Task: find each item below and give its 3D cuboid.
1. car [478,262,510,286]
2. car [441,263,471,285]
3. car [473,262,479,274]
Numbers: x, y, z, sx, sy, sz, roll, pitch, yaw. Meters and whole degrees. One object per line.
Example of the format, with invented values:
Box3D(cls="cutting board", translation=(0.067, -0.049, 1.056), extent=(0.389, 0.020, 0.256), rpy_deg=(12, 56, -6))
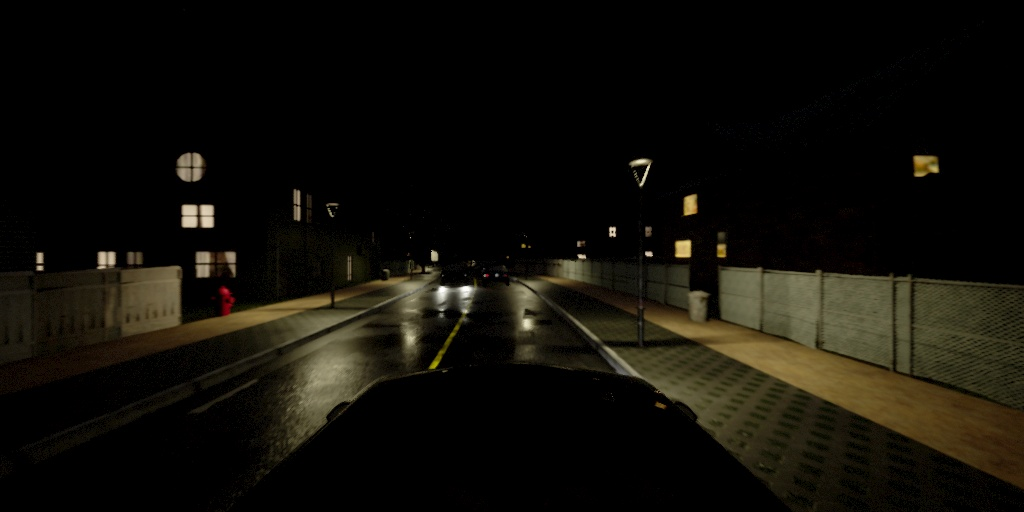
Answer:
Box3D(cls="car", translation=(-1.194, 1.304, 25.554), extent=(2.033, 1.411, 5.357), rpy_deg=(0, 0, -5))
Box3D(cls="car", translation=(-4.083, 1.245, 26.428), extent=(1.882, 1.535, 5.008), rpy_deg=(0, -1, -5))
Box3D(cls="car", translation=(-3.581, 1.452, 43.423), extent=(1.994, 1.385, 4.181), rpy_deg=(0, -1, -10))
